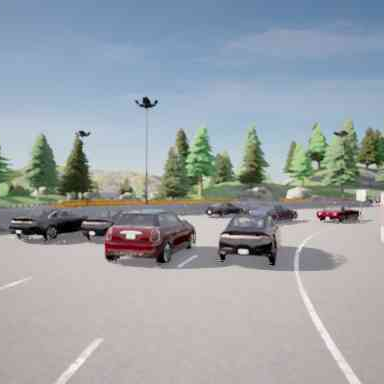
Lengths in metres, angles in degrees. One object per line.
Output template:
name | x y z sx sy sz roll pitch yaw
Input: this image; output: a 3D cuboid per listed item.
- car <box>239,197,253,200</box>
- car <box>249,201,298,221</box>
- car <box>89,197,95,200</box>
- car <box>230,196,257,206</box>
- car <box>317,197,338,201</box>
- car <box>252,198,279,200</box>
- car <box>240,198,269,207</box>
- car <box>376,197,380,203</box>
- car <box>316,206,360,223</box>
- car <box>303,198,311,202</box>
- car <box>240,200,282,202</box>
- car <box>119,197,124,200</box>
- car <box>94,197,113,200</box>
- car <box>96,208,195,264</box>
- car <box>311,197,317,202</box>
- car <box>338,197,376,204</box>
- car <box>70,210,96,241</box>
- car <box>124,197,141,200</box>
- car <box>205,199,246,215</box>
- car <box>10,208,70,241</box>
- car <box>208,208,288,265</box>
car | 10.191 1.837 55.960 4.892 1.490 1.837 0 -1 -26
car | 6.808 1.741 27.438 2.033 1.411 5.357 0 -1 42
car | -21.367 1.942 73.325 1.882 1.535 5.008 0 0 8
car | 9.889 1.716 63.694 4.553 1.767 2.097 0 0 -23
car | 26.350 1.689 61.536 5.008 1.535 1.882 -1 0 -11
car | 12.576 1.816 53.229 4.892 1.490 1.837 0 -1 -25
car | 11.395 1.848 60.554 4.892 1.490 1.837 -1 0 -23
car | 41.160 1.303 69.729 5.566 2.045 2.150 -1 0 0
car | 12.461 1.808 28.093 4.718 1.301 1.895 0 -1 -43
car | 25.260 1.754 68.495 5.008 1.535 1.882 -1 0 -11
car | 6.952 1.789 32.363 4.181 1.385 1.994 0 -1 -45
car | -17.902 2.115 88.807 2.033 1.411 5.357 0 0 15
car | -18.191 1.994 71.011 2.033 1.411 5.357 0 0 8
car | -1.343 1.435 12.455 2.097 1.767 4.553 0 0 16
car | 26.353 1.774 65.131 4.674 1.442 1.812 -1 0 -11
car | 29.041 1.638 58.439 5.008 1.535 1.882 0 -1 -9
car | -3.508 1.602 16.835 2.128 1.511 4.902 0 0 21
car | -14.899 2.091 86.624 2.128 1.511 4.902 0 0 15
car | 3.268 1.752 33.627 1.812 1.442 4.674 -1 -1 43
car | -7.020 1.599 17.387 2.128 1.511 4.902 0 0 20
car | 2.255 1.580 12.247 2.128 1.511 4.902 0 0 17
